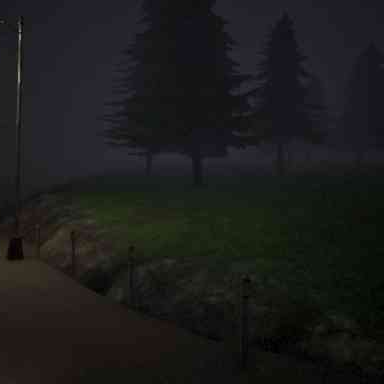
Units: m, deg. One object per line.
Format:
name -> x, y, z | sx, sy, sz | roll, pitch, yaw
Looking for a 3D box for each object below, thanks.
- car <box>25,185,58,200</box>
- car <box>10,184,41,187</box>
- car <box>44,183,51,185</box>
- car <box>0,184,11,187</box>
car -> -19.046, 0.268, 43.398 | 2.128, 1.511, 4.902 | 2, 1, 6
car -> -35.554, -0.713, 71.172 | 2.033, 1.411, 5.357 | 2, 1, 11
car -> -36.015, -1.057, 87.378 | 1.837, 1.490, 4.892 | 2, 1, 11
car -> -38.979, -1.021, 71.854 | 2.097, 1.767, 4.553 | 2, 1, 11
